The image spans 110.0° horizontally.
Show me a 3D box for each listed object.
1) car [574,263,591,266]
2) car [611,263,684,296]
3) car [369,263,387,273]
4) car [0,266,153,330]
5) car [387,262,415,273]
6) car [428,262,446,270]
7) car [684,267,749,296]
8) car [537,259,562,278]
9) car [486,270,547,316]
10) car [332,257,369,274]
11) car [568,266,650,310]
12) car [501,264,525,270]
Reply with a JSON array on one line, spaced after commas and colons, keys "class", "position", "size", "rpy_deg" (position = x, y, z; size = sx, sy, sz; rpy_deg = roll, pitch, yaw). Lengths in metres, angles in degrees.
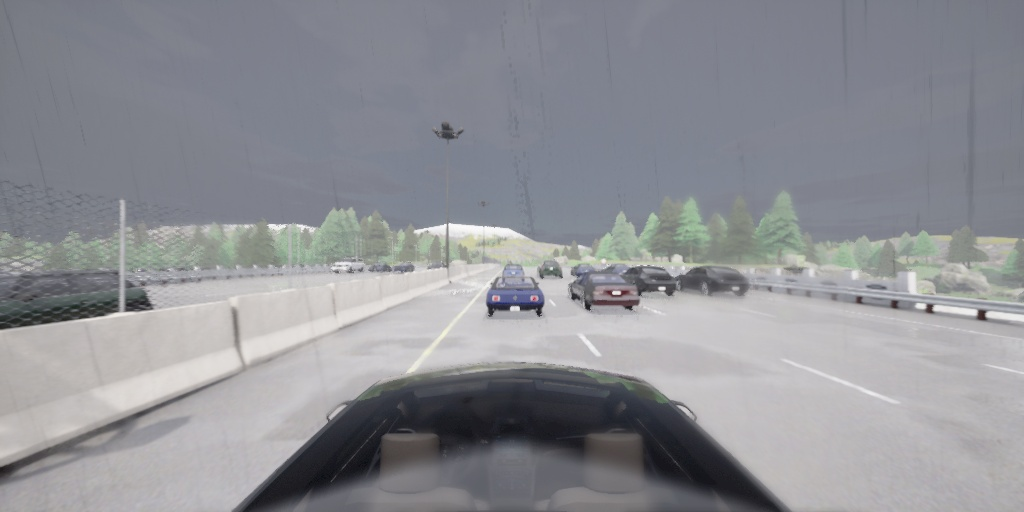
[{"class": "car", "position": [7.101, 1.423, 35.822], "size": [1.994, 1.385, 4.181], "rpy_deg": [0, -1, 0]}, {"class": "car", "position": [7.101, 1.297, 19.384], "size": [1.837, 1.490, 4.892], "rpy_deg": [0, 0, 0]}, {"class": "car", "position": [-17.575, 1.564, 47.995], "size": [1.994, 1.385, 4.181], "rpy_deg": [0, -1, 0]}, {"class": "car", "position": [-10.601, 1.115, 7.541], "size": [2.097, 1.767, 4.553], "rpy_deg": [0, 0, 0]}, {"class": "car", "position": [-14.086, 1.534, 47.090], "size": [2.033, 1.411, 5.357], "rpy_deg": [0, -1, 0]}, {"class": "car", "position": [-10.571, 1.555, 50.795], "size": [1.837, 1.490, 4.892], "rpy_deg": [0, -2, 0]}, {"class": "car", "position": [10.601, 1.297, 19.404], "size": [1.837, 1.490, 4.892], "rpy_deg": [0, 0, 0]}, {"class": "car", "position": [3.601, 1.204, 34.898], "size": [2.097, 1.767, 4.553], "rpy_deg": [0, 0, 0]}, {"class": "car", "position": [0.101, 1.379, 13.533], "size": [1.895, 1.301, 4.718], "rpy_deg": [0, 0, 0]}, {"class": "car", "position": [-21.080, 1.200, 46.529], "size": [2.150, 2.045, 5.566], "rpy_deg": [0, -1, 0]}, {"class": "car", "position": [3.601, 1.329, 14.876], "size": [2.033, 1.411, 5.357], "rpy_deg": [0, 0, 0]}, {"class": "car", "position": [0.102, 1.370, 29.827], "size": [2.033, 1.411, 5.357], "rpy_deg": [0, 0, 0]}]
